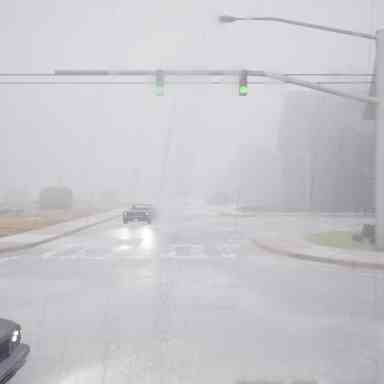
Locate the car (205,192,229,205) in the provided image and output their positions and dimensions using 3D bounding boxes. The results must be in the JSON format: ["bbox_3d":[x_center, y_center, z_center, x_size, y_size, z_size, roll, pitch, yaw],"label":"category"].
[{"bbox_3d":[3.932,0.991,52.666,1.905,1.878,3.866,-8,4,-42],"label":"car"}]

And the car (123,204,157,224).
[{"bbox_3d":[-3.685,1.522,24.048,1.895,1.301,4.718,0,0,0],"label":"car"}]

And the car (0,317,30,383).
[{"bbox_3d":[-4.578,1.564,3.184,5.357,1.411,2.033,0,0,1],"label":"car"}]
